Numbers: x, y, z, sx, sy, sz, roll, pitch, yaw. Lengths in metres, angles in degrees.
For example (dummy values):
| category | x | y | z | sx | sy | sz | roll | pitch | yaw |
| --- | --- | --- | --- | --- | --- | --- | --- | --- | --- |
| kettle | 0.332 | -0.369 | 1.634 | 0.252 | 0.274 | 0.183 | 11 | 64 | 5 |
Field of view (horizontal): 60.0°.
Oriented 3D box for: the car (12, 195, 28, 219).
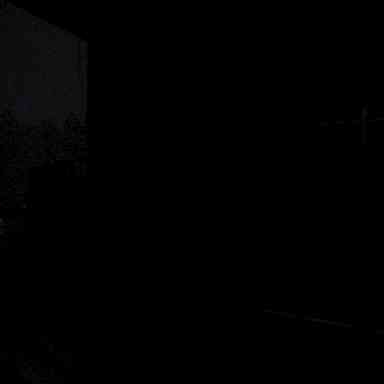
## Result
| category | x | y | z | sx | sy | sz | roll | pitch | yaw |
| --- | --- | --- | --- | --- | --- | --- | --- | --- | --- |
| car | -11.514 | 1.231 | 27.885 | 2.150 | 2.045 | 5.566 | 0 | 0 | 30 |

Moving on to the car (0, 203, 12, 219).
| category | x | y | z | sx | sy | sz | roll | pitch | yaw |
| --- | --- | --- | --- | --- | --- | --- | --- | --- | --- |
| car | -14.886 | 1.497 | 29.231 | 1.837 | 1.490 | 4.892 | 0 | 0 | 29 |
